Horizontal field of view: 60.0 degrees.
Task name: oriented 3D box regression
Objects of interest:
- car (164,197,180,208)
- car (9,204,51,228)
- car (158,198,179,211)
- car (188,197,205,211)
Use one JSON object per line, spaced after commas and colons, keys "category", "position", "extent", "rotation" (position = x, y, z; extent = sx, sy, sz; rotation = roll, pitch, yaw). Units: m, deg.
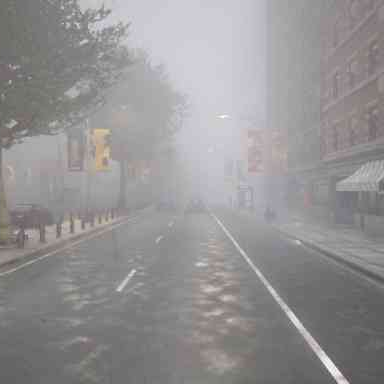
{"category": "car", "position": [-2.953, 1.547, 49.672], "extent": [2.033, 1.411, 5.357], "rotation": [0, 0, 1]}
{"category": "car", "position": [-11.267, 1.526, 22.603], "extent": [1.812, 1.442, 4.674], "rotation": [0, 0, 1]}
{"category": "car", "position": [-2.977, 1.478, 39.862], "extent": [1.882, 1.535, 5.008], "rotation": [0, 0, 1]}
{"category": "car", "position": [0.532, 1.601, 39.787], "extent": [1.895, 1.301, 4.718], "rotation": [0, 0, 1]}
